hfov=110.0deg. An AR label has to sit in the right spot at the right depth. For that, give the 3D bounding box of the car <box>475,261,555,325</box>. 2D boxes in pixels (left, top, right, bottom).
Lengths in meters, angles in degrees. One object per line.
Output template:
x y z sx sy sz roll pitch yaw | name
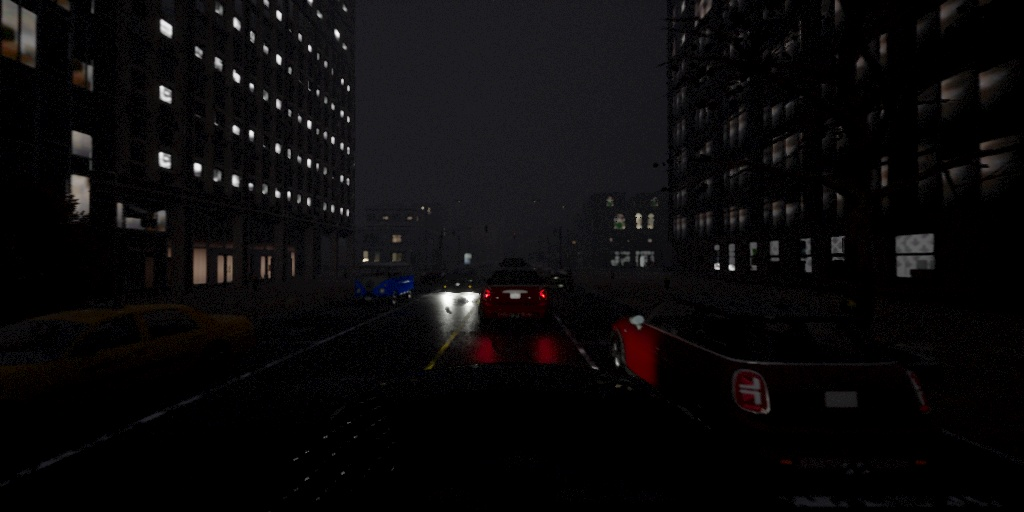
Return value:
0.089 1.164 12.289 2.097 1.767 4.553 0 0 0 | car

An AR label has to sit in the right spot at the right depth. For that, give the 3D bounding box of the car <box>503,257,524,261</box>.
0.100 1.133 29.397 2.150 2.045 5.566 0 0 0 | car

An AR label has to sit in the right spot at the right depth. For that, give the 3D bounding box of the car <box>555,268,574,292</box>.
2.693 1.420 21.945 2.007 1.370 4.403 0 0 0 | car

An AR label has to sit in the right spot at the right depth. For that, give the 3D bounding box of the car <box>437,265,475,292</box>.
-3.095 1.435 22.392 1.994 1.385 4.181 0 0 0 | car

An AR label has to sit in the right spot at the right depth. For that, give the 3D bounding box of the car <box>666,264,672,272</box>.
23.651 1.719 50.628 4.207 1.307 1.802 0 0 1 | car

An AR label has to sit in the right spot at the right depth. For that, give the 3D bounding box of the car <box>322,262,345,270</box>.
-25.407 1.463 51.429 4.403 1.370 2.007 0 0 1 | car

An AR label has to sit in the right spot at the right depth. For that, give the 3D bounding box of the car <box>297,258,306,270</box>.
-30.943 1.203 51.516 5.009 1.841 2.192 0 0 1 | car

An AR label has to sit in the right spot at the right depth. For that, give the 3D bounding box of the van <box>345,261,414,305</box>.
-5.689 1.176 16.271 1.690 1.789 3.998 0 0 0 | van

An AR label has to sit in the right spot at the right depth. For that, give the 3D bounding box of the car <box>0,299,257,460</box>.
-5.691 1.294 4.716 1.751 1.417 4.829 0 0 0 | car

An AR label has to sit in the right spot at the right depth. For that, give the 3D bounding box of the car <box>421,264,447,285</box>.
-5.686 1.342 27.655 1.967 1.591 4.097 0 0 0 | car

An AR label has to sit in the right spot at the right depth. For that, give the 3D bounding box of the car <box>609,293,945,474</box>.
2.690 1.209 4.869 1.967 1.591 4.097 0 0 0 | car
